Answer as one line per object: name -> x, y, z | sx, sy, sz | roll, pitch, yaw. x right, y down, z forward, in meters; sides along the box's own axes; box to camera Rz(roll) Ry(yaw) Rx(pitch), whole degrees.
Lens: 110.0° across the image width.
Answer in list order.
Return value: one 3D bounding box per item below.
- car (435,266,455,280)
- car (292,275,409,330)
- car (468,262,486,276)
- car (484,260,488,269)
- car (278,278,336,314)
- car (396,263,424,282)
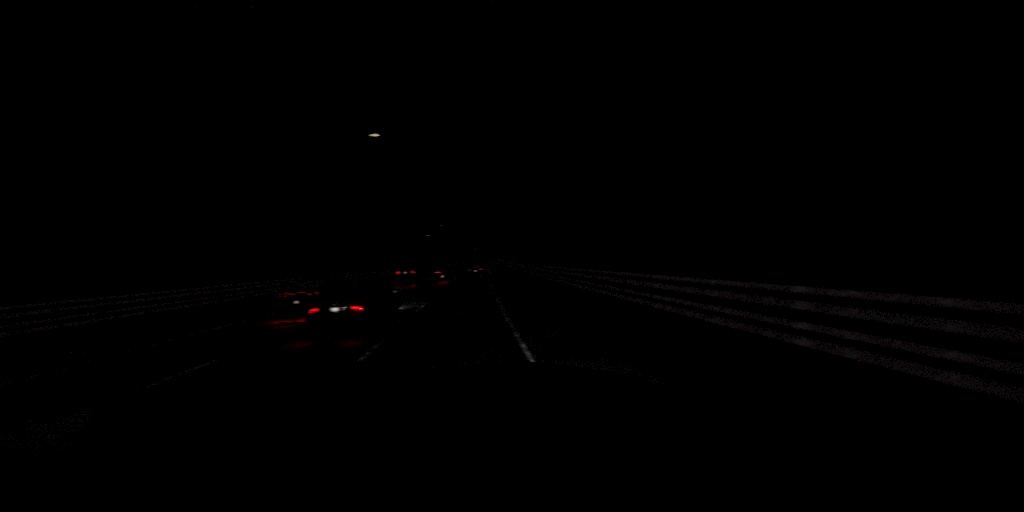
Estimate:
car -> -7.850, 1.963, 41.918 | 1.837, 1.490, 4.892 | -3, 0, -4
car -> -5.459, 1.659, 13.052 | 2.033, 1.411, 5.357 | -3, 0, -6
car -> -4.825, 1.906, 47.737 | 1.994, 1.385, 4.181 | -3, 0, -4
car -> -5.537, 1.936, 60.176 | 1.882, 1.535, 5.008 | -3, 0, -3
car -> -9.391, 1.831, 17.649 | 1.882, 1.535, 5.008 | -3, 0, -5
car -> -11.219, 1.838, 39.599 | 2.150, 2.045, 5.566 | -3, 0, -4
